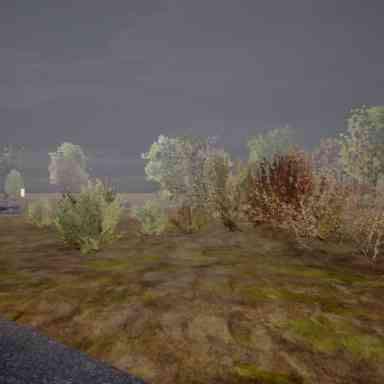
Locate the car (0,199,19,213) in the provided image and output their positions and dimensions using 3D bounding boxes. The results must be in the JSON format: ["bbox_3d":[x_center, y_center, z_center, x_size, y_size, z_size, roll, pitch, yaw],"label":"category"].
[{"bbox_3d":[-20.829,1.503,34.907,2.128,1.511,4.902,0,0,35],"label":"car"}]

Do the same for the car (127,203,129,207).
[{"bbox_3d":[-11.156,1.585,47.835,1.994,1.385,4.181,0,0,38],"label":"car"}]
